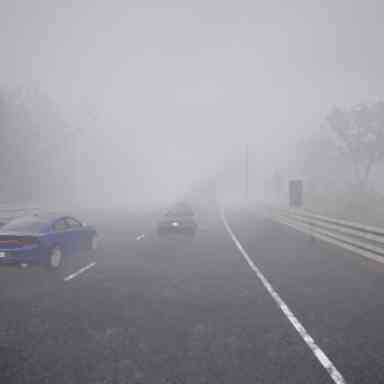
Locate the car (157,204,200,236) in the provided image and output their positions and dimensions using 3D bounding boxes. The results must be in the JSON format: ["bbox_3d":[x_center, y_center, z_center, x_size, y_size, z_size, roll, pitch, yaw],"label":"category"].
[{"bbox_3d":[-0.642,1.574,18.422,1.994,1.385,4.181,0,0,5],"label":"car"}]

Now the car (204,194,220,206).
[{"bbox_3d":[3.653,1.577,56.417,1.812,1.442,4.674,0,0,8],"label":"car"}]

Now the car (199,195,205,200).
[{"bbox_3d":[2.625,1.631,93.938,1.812,1.442,4.674,0,0,11],"label":"car"}]

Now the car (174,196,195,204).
[{"bbox_3d":[-1.192,1.633,46.608,1.895,1.301,4.718,0,0,7],"label":"car"}]

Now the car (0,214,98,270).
[{"bbox_3d":[-4.764,1.476,11.116,1.882,1.535,5.008,0,0,4],"label":"car"}]

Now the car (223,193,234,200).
[{"bbox_3d":[9.955,1.642,95.021,2.128,1.511,4.902,0,0,11],"label":"car"}]

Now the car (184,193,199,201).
[{"bbox_3d":[-0.576,1.297,75.546,2.150,2.045,5.566,0,0,9],"label":"car"}]
